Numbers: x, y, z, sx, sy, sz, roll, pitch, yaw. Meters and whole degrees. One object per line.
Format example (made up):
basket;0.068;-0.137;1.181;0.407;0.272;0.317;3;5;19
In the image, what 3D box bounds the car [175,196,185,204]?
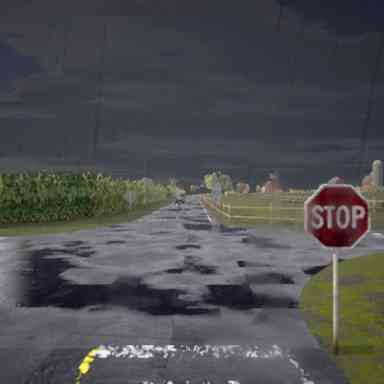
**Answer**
car;-2.343;1.562;65.458;2.033;1.411;5.357;0;0;0
